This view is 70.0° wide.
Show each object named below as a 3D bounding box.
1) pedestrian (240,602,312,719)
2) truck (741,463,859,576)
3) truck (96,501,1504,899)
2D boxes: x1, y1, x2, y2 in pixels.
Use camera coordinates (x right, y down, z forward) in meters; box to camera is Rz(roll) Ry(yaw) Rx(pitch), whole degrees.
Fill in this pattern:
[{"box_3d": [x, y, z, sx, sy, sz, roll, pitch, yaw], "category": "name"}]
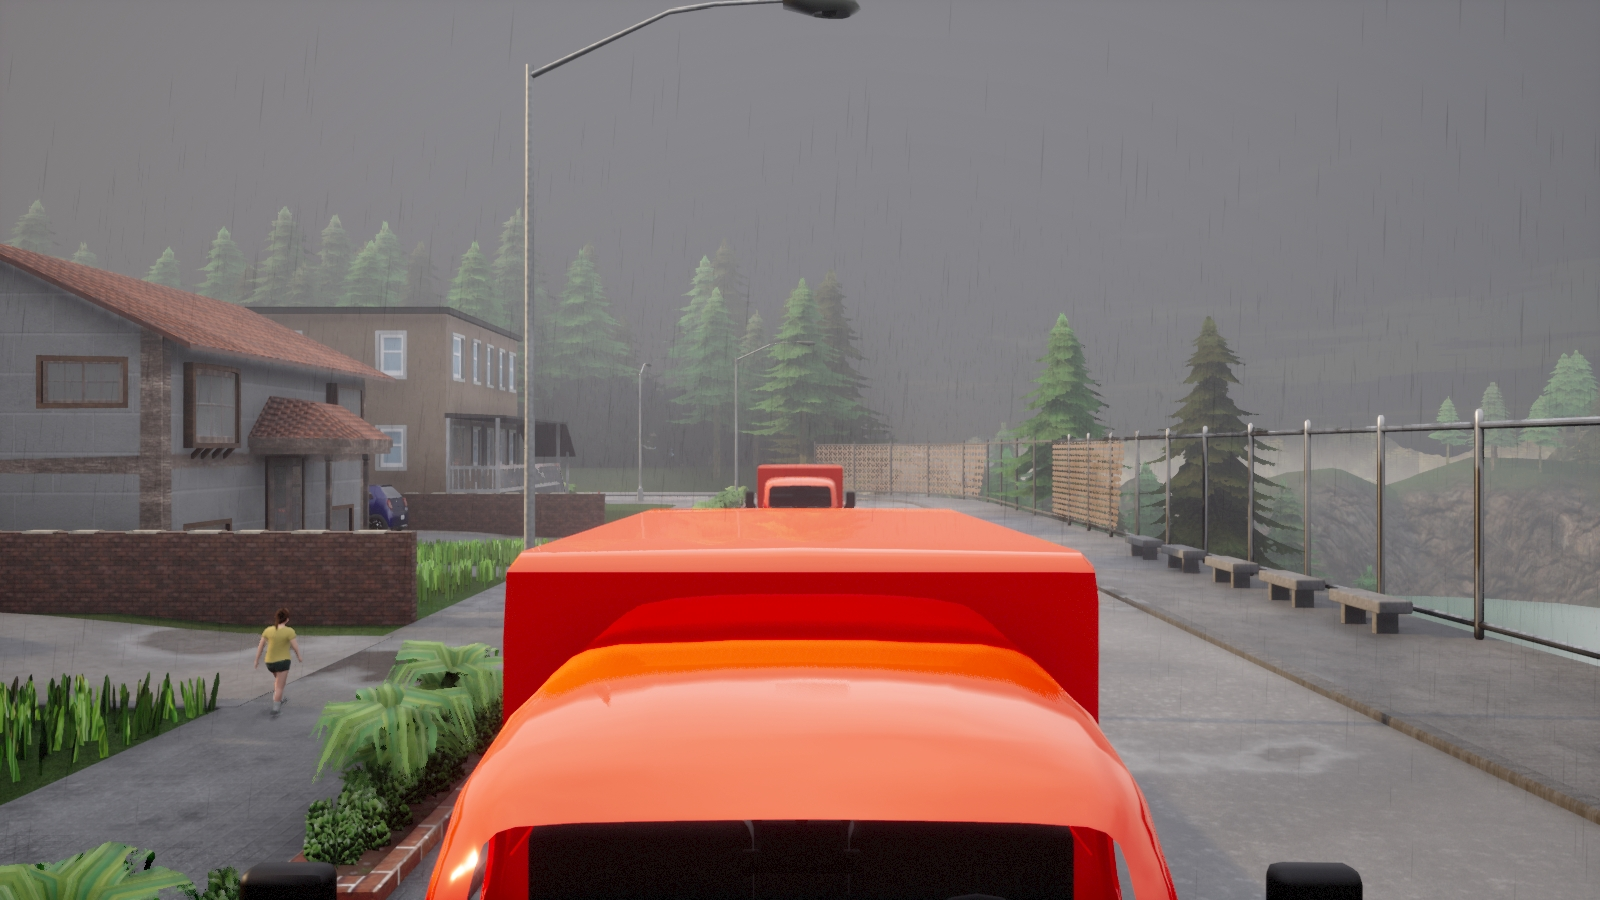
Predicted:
[{"box_3d": [-5.331, 2.132, 11.646, 0.500, 1.100, 0.500, 0, 0, 2], "category": "pedestrian"}, {"box_3d": [0.002, 1.586, 28.121, 2.627, 2.467, 5.204, 0, 0, 0], "category": "truck"}, {"box_3d": [0.000, 1.569, 4.736, 2.627, 2.467, 5.204, 0, 0, 0], "category": "truck"}]
